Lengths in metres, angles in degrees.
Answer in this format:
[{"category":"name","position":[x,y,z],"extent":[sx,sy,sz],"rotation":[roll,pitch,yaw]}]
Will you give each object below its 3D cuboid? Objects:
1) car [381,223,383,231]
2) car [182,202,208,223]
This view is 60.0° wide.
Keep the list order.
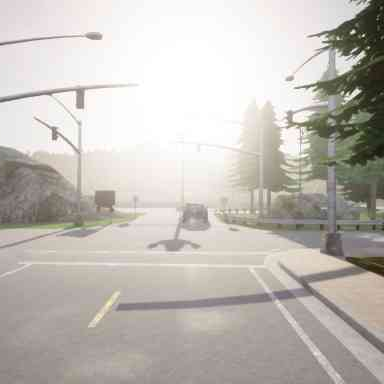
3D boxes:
[{"category":"car","position":[15.025,2.060,21.076],"extent":[5.357,1.411,2.033],"rotation":[0,-1,-2]},{"category":"car","position":[0.307,1.660,29.361],"extent":[2.097,1.767,4.553],"rotation":[0,-1,2]}]
